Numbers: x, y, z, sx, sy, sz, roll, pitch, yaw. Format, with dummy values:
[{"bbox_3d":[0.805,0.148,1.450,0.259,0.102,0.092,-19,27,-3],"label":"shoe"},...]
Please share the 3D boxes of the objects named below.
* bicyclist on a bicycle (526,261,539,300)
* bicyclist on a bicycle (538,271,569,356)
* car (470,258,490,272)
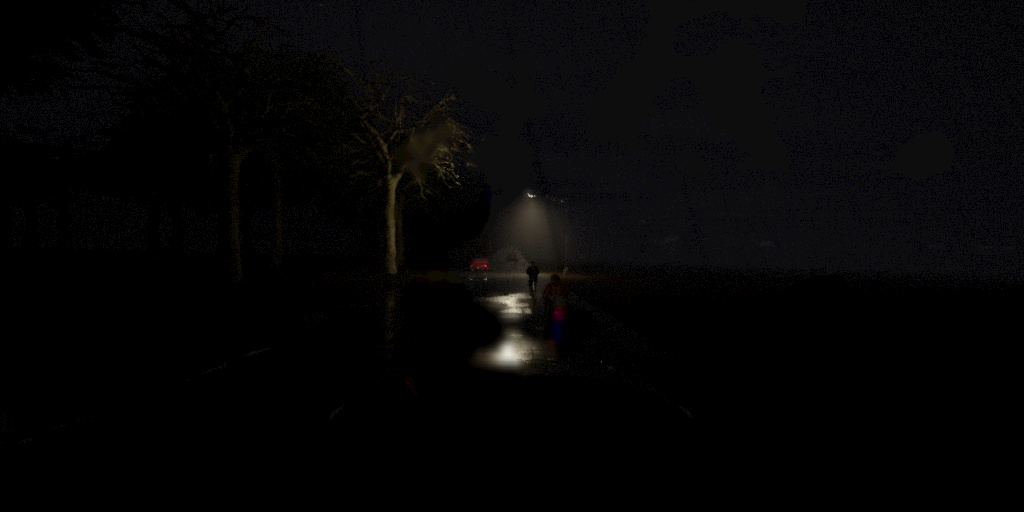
[{"bbox_3d":[0.969,1.089,16.660,0.659,1.776,1.843,0,0,0],"label":"bicyclist on a bicycle"},{"bbox_3d":[0.965,1.200,7.671,0.582,1.620,1.656,0,0,0],"label":"bicyclist on a bicycle"},{"bbox_3d":[-3.581,0.987,40.476,1.882,1.535,5.008,0,1,0],"label":"car"}]
